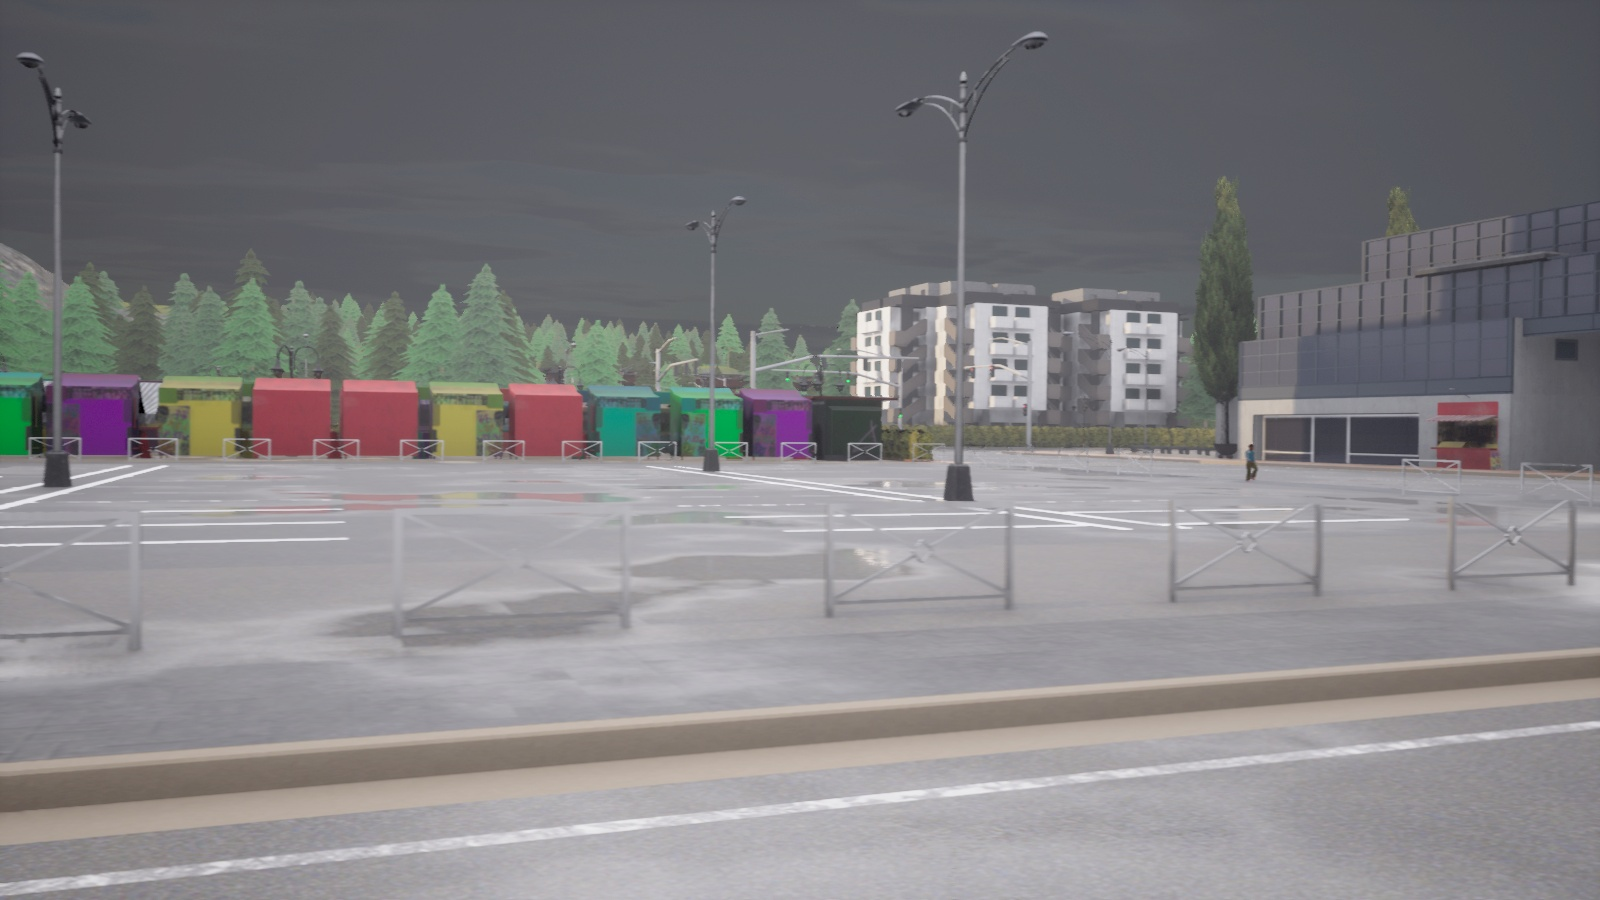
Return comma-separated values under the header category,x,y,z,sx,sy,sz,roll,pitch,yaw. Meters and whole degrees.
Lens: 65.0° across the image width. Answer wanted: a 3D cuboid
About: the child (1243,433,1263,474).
category,x,y,z,sx,sy,sz,roll,pitch,yaw
child,13.337,0.091,36.970,0.343,1.192,0.448,-1,1,-19
